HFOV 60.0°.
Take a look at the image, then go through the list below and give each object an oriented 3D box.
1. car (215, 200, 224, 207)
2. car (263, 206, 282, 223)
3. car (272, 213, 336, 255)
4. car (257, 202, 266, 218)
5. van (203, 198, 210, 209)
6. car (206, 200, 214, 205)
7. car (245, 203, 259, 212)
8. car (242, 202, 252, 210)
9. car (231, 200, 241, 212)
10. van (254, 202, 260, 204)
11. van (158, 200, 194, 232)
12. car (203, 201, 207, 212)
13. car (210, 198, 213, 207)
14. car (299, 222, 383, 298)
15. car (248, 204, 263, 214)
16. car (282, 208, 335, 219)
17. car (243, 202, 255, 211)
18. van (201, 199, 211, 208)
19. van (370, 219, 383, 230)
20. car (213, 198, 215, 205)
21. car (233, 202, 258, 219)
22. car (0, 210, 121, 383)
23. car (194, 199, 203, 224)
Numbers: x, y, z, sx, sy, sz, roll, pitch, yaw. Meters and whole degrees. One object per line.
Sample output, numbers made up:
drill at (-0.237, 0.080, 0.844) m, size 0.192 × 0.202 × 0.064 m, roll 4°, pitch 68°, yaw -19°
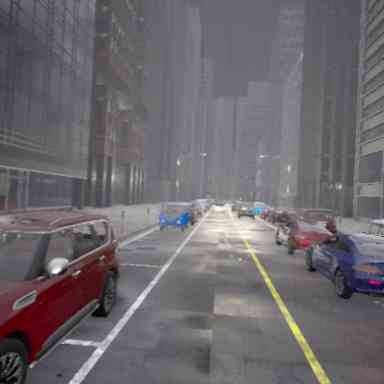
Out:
car at (6.598, 2.631, 78.776) m, size 2.097 × 1.767 × 4.553 m, roll 3°, pitch -1°, yaw 5°
car at (8.353, 2.329, 31.973) m, size 1.887 × 1.381 × 4.507 m, roll 3°, pitch -1°, yaw 5°
car at (5.039, 1.948, 15.105) m, size 1.812 × 1.442 × 4.674 m, roll 3°, pitch -1°, yaw 5°
car at (8.837, 2.315, 37.562) m, size 1.967 × 1.590 × 4.097 m, roll 3°, pitch -1°, yaw 5°
van at (1.316, 2.004, 49.465) m, size 1.690 × 1.788 × 3.998 m, roll 3°, pitch -1°, yaw 5°
car at (5.138, 2.980, 94.167) m, size 1.947 × 1.339 × 4.313 m, roll 3°, pitch -1°, yaw 5°
car at (10.748, 2.806, 59.912) m, size 1.947 × 1.339 × 4.313 m, roll 3°, pitch -1°, yaw 5°
car at (11.723, 2.952, 71.258) m, size 1.752 × 1.417 × 4.829 m, roll 3°, pitch -1°, yaw 5°
car at (7.617, 2.603, 55.697) m, size 1.994 × 1.385 × 4.181 m, roll 3°, pitch -1°, yaw 5°
van at (9.801, 2.399, 48.739) m, size 1.690 × 1.788 × 3.998 m, roll 3°, pitch -1°, yaw 5°
van at (-1.081, 1.549, 21.523) m, size 1.690 × 1.788 × 3.998 m, roll 3°, pitch -1°, yaw 5°
car at (0.347, 2.031, 38.285) m, size 2.008 × 1.369 × 4.403 m, roll 3°, pitch -1°, yaw 5°
car at (2.270, 2.285, 60.640) m, size 1.967 × 1.590 × 4.097 m, roll 3°, pitch -1°, yaw 5°
car at (4.527, 1.852, 9.128) m, size 1.812 × 1.442 × 4.674 m, roll 3°, pitch -1°, yaw 5°
car at (10.270, 2.693, 54.324) m, size 1.887 × 1.381 × 4.507 m, roll 3°, pitch -1°, yaw 5°
car at (7.406, 1.918, 20.800) m, size 2.192 × 1.841 × 5.009 m, roll 3°, pitch -1°, yaw 5°
car at (11.244, 2.859, 65.670) m, size 1.752 × 1.417 × 4.829 m, roll 3°, pitch -1°, yaw 5°
van at (2.754, 2.277, 66.229) m, size 1.690 × 1.788 × 3.998 m, roll 3°, pitch -1°, yaw 5°
van at (6.446, 1.764, 9.624) m, size 1.690 × 1.788 × 3.998 m, roll 3°, pitch -1°, yaw 5°
car at (3.688, 2.646, 77.234) m, size 1.752 × 1.417 × 4.829 m, roll 3°, pitch -1°, yaw 5°
car at (6.148, 2.302, 38.161) m, size 2.033 × 1.411 × 5.357 m, roll 3°, pitch -1°, yaw 5°
car at (-2.518, 1.253, 4.759) m, size 2.192 × 1.841 × 5.009 m, roll 3°, pitch -1°, yaw 5°
car at (-0.600, 1.614, 27.112) m, size 2.192 × 1.841 × 5.009 m, roll 3°, pitch -1°, yaw 5°
